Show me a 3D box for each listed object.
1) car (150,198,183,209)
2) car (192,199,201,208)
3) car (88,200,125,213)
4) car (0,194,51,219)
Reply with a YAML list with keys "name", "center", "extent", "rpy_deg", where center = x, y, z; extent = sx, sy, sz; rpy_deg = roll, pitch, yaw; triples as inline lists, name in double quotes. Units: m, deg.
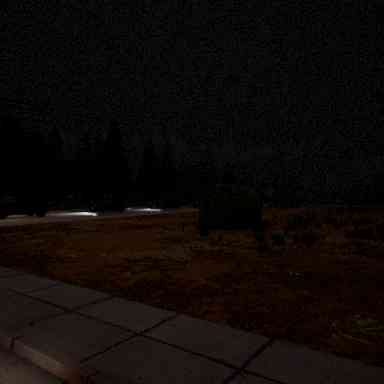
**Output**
- name: "car"
  center: [-3.386, 1.573, 46.082]
  extent: [2.033, 1.411, 5.357]
  rpy_deg: [0, 0, 37]
- name: "car"
  center: [1.938, 1.590, 47.246]
  extent: [1.994, 1.385, 4.181]
  rpy_deg: [0, 0, 39]
- name: "car"
  center: [-9.588, 1.590, 37.702]
  extent: [1.994, 1.385, 4.181]
  rpy_deg: [0, 0, 37]
- name: "car"
  center: [-15.488, 1.247, 29.727]
  extent: [2.150, 2.045, 5.566]
  rpy_deg: [0, 0, 36]
